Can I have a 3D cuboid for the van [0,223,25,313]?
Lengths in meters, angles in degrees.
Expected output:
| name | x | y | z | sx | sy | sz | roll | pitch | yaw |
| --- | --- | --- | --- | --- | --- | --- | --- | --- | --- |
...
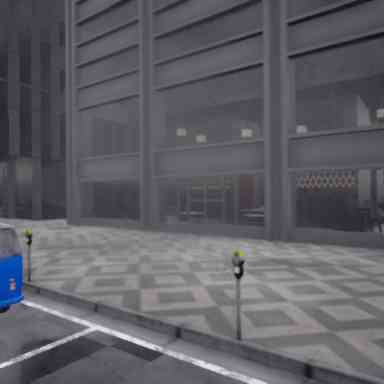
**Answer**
| name | x | y | z | sx | sy | sz | roll | pitch | yaw |
| --- | --- | --- | --- | --- | --- | --- | --- | --- | --- |
| van | -4.968 | 1.413 | 6.508 | 3.998 | 1.788 | 1.690 | -1 | 0 | 35 |
